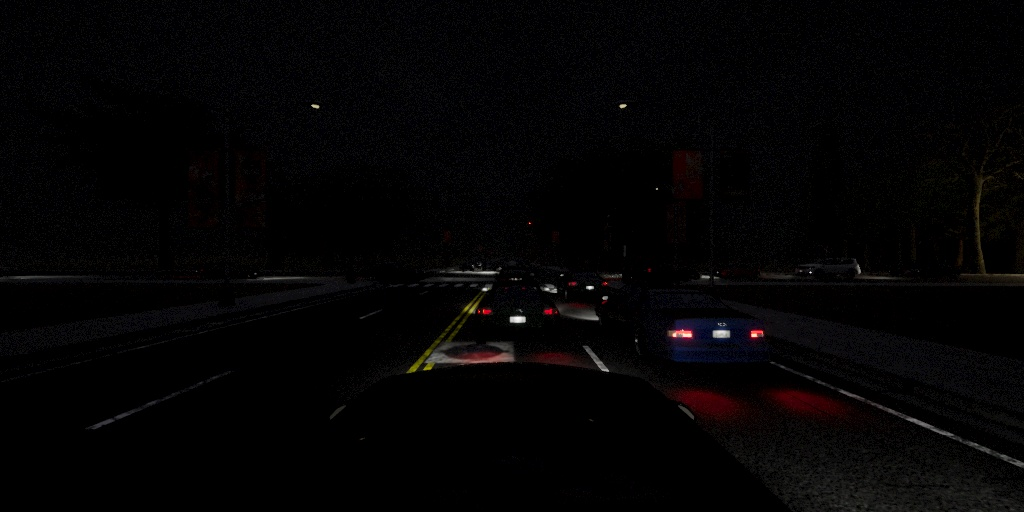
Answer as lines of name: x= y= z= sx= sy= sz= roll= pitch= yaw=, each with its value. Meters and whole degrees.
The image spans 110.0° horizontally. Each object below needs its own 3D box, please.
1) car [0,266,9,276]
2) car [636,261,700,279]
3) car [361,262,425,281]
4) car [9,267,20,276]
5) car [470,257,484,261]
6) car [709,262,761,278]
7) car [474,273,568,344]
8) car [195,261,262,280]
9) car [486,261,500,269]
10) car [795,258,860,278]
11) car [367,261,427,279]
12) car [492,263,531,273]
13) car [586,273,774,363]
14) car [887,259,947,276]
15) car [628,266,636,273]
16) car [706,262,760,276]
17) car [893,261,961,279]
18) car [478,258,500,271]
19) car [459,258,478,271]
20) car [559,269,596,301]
car: x=-45.796 y=1.198 z=29.893 sx=4.674 sy=1.442 sz=1.812 roll=0 pitch=0 yaw=0
car: x=13.369 y=1.249 z=30.324 sx=4.553 sy=1.767 sz=2.097 roll=0 pitch=0 yaw=0
car: x=-10.016 y=1.391 z=30.189 sx=4.718 sy=1.301 sz=1.895 roll=0 pitch=0 yaw=0
car: x=-48.834 y=1.271 z=33.137 sx=4.718 sy=1.301 sz=1.895 roll=0 pitch=0 yaw=0
car: x=-6.530 y=1.194 z=62.014 sx=2.150 sy=2.045 sz=5.566 roll=0 pitch=0 yaw=0
car: x=23.246 y=1.522 z=37.109 sx=4.181 sy=1.385 sz=1.994 roll=0 pitch=0 yaw=-2
car: x=0.110 y=1.321 z=9.619 sx=1.994 sy=1.385 sz=4.181 roll=0 pitch=0 yaw=0
car: x=-23.513 y=1.303 z=30.069 sx=4.181 sy=1.385 sz=1.994 roll=0 pitch=0 yaw=-1
car: x=-3.270 y=1.523 z=62.466 sx=2.033 sy=1.411 sz=5.357 roll=0 pitch=0 yaw=1
car: x=32.689 y=1.231 z=37.161 sx=5.566 sy=2.045 sz=2.150 roll=0 pitch=0 yaw=0
car: x=-10.656 y=1.284 z=33.433 sx=4.902 sy=1.511 sz=2.128 roll=0 pitch=0 yaw=0
car: x=0.105 y=1.284 z=18.525 sx=1.837 sy=1.490 sz=4.892 roll=0 pitch=0 yaw=0
car: x=3.356 y=1.303 z=8.269 sx=2.033 sy=1.411 sz=5.357 roll=0 pitch=0 yaw=0
car: x=45.939 y=1.328 z=40.456 sx=5.566 sy=2.045 sz=2.150 roll=0 pitch=0 yaw=0
car: x=13.405 y=1.380 z=33.586 sx=5.008 sy=1.535 sz=1.882 roll=0 pitch=0 yaw=-1
car: x=24.817 y=1.476 z=40.355 sx=4.892 sy=1.490 sz=1.837 roll=0 pitch=0 yaw=-1
car: x=43.372 y=1.574 z=37.209 sx=4.902 sy=1.511 sz=2.128 roll=1 pitch=0 yaw=0
car: x=-3.296 y=1.406 z=52.714 sx=2.128 sy=1.511 sz=4.902 roll=0 pitch=0 yaw=0
car: x=-6.548 y=1.417 z=52.164 sx=1.837 sy=1.490 sz=4.892 roll=0 pitch=0 yaw=0
car: x=3.363 y=1.340 z=17.512 sx=1.994 sy=1.385 sz=4.181 roll=0 pitch=0 yaw=0
